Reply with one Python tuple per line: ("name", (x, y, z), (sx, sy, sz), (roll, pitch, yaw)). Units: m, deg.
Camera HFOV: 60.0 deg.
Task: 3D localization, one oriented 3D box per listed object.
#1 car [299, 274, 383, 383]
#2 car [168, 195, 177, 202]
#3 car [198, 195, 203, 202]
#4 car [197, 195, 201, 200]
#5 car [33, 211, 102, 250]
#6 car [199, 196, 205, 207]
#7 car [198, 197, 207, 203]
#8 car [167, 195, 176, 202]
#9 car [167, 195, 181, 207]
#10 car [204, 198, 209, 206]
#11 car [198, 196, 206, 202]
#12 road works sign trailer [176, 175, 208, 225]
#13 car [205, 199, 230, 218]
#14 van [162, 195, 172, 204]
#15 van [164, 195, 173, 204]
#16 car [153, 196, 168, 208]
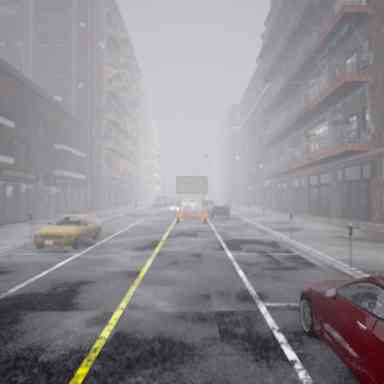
("car", (2.583, 1.592, 3.794), (1.802, 1.307, 4.206), (1, 0, 0))
("car", (-5.320, 1.758, 92.340), (2.192, 1.841, 5.009), (1, 0, 0))
("car", (2.565, 1.784, 59.097), (2.008, 1.369, 4.403), (1, 0, 0))
("car", (2.560, 1.875, 75.689), (1.887, 1.381, 4.507), (1, 0, 0))
("car", (-5.299, 1.566, 14.749), (1.752, 1.417, 4.829), (2, 0, 0))
("car", (2.567, 1.749, 53.566), (1.887, 1.381, 4.507), (1, 0, 0))
("car", (2.558, 1.911, 81.219), (1.887, 1.381, 4.507), (1, 0, 0))
("car", (-5.319, 1.720, 86.810), (2.192, 1.841, 5.009), (1, 0, 0))
("car", (-2.830, 1.715, 57.184), (2.128, 1.511, 4.902), (0, 0, 0))
("car", (2.573, 1.650, 37.146), (1.752, 1.417, 4.829), (1, 0, 0))
("car", (2.566, 1.844, 86.751), (1.967, 1.590, 4.097), (1, 0, 0))
("road works sign trailer", (-0.018, 0.540, 25.126), (2.380, 3.560, 2.880), (0, 0, 0))
("car", (2.574, 1.646, 31.444), (1.887, 1.381, 4.507), (1, 0, 0))
("van", (-5.313, 1.637, 70.217), (1.690, 1.788, 3.998), (2, 0, 0))
("van", (-5.316, 1.672, 75.749), (1.690, 1.788, 3.998), (1, 0, 0))
("car", (-5.312, 1.730, 53.456), (1.752, 1.417, 4.829), (2, 0, 0))
